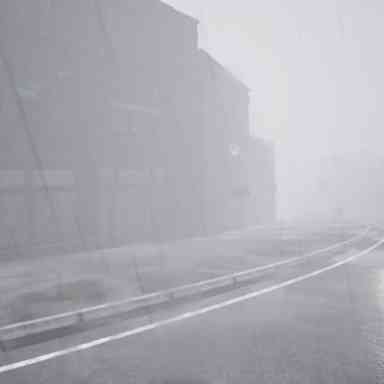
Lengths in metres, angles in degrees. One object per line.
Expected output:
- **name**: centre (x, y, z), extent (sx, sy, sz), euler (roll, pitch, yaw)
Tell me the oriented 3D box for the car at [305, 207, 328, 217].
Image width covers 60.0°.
- **car**: centre (20.956, 3.271, 56.130), extent (2.097, 1.767, 4.553), euler (-4, -3, -6)
